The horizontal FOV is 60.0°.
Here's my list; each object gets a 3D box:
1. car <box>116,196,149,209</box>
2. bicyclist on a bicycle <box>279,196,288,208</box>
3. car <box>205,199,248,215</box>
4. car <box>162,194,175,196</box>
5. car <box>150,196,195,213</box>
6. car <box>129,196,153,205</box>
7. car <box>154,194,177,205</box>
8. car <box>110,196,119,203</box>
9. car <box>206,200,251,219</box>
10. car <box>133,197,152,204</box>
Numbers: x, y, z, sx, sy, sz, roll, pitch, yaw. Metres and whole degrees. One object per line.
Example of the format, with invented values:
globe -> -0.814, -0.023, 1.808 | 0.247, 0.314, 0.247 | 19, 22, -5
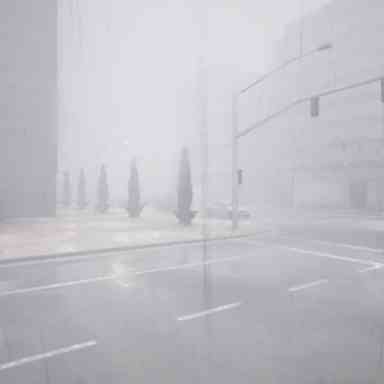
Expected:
car -> -8.045, 1.595, 44.743 | 1.895, 1.301, 4.718 | 0, 0, -35
bicyclist on a bicycle -> 11.895, 1.292, 43.211 | 1.656, 1.620, 0.582 | 0, 0, -35
car -> 3.441, 1.520, 34.378 | 1.812, 1.442, 4.674 | 0, 0, -35
car -> -1.927, 1.215, 42.076 | 2.150, 2.045, 5.566 | 0, 0, -35
car -> -2.248, 1.486, 36.425 | 2.128, 1.511, 4.902 | 0, 0, -35
car -> -9.139, 1.539, 58.883 | 2.033, 1.411, 5.357 | 0, 0, -35
car -> -4.713, 1.343, 58.656 | 2.097, 1.767, 4.553 | 0, 0, -35
car -> -14.866, 1.484, 66.903 | 2.128, 1.511, 4.902 | 0, 0, -35
car -> 3.047, 1.521, 28.834 | 1.812, 1.442, 4.674 | 0, 0, -35
car -> -9.849, 1.592, 65.987 | 1.895, 1.301, 4.718 | 0, 0, -35
